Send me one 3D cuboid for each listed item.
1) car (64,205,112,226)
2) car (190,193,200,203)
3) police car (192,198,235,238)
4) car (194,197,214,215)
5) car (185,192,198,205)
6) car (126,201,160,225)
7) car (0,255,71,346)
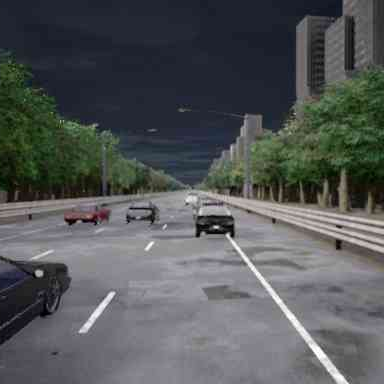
[{"bbox_3d":[-6.848,1.509,22.482,1.895,1.301,4.718,0,0,0],"label":"car"},{"bbox_3d":[1.111,1.239,27.280,2.097,1.767,4.553,0,0,0],"label":"car"},{"bbox_3d":[1.088,1.353,17.420,1.930,1.638,5.238,0,0,0],"label":"police car"},{"bbox_3d":[1.126,1.342,33.310,1.882,1.535,5.008,0,0,0],"label":"car"},{"bbox_3d":[0.121,1.012,52.270,2.150,2.045,5.566,0,0,0],"label":"car"},{"bbox_3d":[-3.348,1.396,23.250,2.128,1.511,4.902,0,0,0],"label":"car"},{"bbox_3d":[-3.394,1.529,4.341,2.033,1.411,5.357,0,0,0],"label":"car"}]
